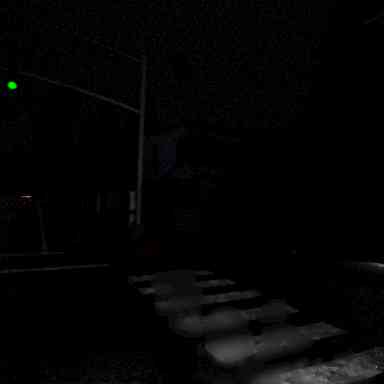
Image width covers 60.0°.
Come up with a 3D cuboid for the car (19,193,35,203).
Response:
[{"bbox_3d":[-26.502,0.918,53.441,2.128,1.511,4.902,2,0,-25],"label":"car"}]

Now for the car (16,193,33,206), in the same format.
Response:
[{"bbox_3d":[-22.214,1.118,44.287,1.895,1.301,4.718,2,0,-25],"label":"car"}]
